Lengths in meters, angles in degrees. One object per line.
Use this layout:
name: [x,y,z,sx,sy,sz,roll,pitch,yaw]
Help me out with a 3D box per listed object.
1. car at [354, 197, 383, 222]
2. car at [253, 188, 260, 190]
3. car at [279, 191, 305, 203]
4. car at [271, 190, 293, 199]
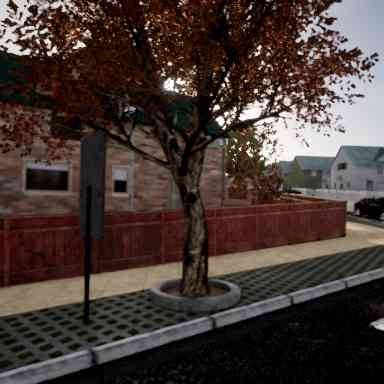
car: [12.747,1.109,22.187,1.837,1.490,4.892,1,2,-3]
car: [10.844,0.050,56.161,1.882,1.535,5.008,1,2,-3]
car: [11.815,0.615,38.062,1.812,1.442,4.674,1,2,-3]
car: [13.918,0.343,51.524,1.895,1.301,4.718,1,2,-3]
